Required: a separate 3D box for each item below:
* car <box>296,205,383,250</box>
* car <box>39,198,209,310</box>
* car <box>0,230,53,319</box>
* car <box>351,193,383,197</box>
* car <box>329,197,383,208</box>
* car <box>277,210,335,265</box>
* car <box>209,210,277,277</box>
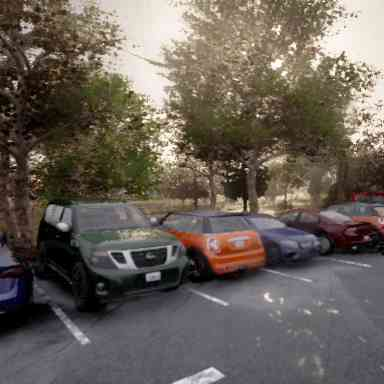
[{"bbox_3d":[4.468,1.398,13.253,2.097,1.535,5.008,-1,0,-36],"label":"car"},{"bbox_3d":[-2.317,1.209,8.376,2.435,2.045,5.566,0,0,-36],"label":"car"},{"bbox_3d":[-4.617,1.509,6.803,2.163,1.488,4.792,0,0,-36],"label":"car"},{"bbox_3d":[11.278,1.081,18.091,2.435,2.045,5.566,-1,0,-36],"label":"car"},{"bbox_3d":[6.748,1.251,14.849,2.185,1.767,4.553,-1,0,-36],"label":"car"},{"bbox_3d":[2.198,1.459,11.640,2.002,1.452,4.674,-1,0,-36],"label":"car"},{"bbox_3d":[-0.050,1.314,9.993,2.185,1.767,4.553,-1,0,-36],"label":"car"}]
